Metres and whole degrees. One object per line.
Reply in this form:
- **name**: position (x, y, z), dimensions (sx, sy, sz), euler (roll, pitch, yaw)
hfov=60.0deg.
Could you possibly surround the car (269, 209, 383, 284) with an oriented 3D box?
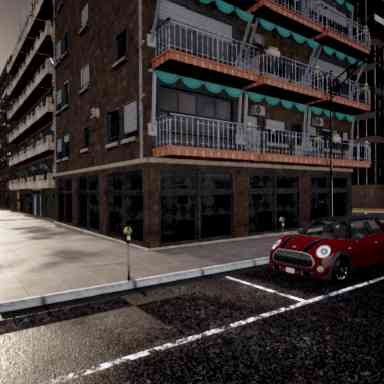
- **car**: position (4.078, 1.439, 9.500), dimensions (4.097, 1.590, 1.967), euler (0, -1, -36)
